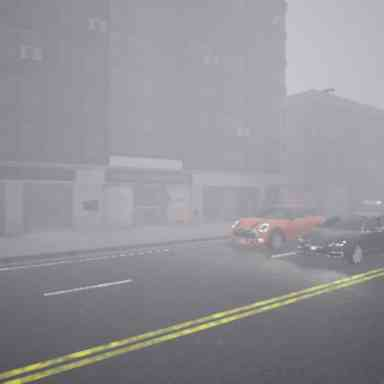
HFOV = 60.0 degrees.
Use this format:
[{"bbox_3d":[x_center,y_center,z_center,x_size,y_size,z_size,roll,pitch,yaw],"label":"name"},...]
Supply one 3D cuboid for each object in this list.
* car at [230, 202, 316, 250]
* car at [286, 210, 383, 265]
[{"bbox_3d":[3.808,1.353,14.385,4.553,1.767,2.097,0,0,-35],"label":"car"},{"bbox_3d":[5.760,1.506,11.785,4.892,1.490,1.837,0,0,-35],"label":"car"}]
